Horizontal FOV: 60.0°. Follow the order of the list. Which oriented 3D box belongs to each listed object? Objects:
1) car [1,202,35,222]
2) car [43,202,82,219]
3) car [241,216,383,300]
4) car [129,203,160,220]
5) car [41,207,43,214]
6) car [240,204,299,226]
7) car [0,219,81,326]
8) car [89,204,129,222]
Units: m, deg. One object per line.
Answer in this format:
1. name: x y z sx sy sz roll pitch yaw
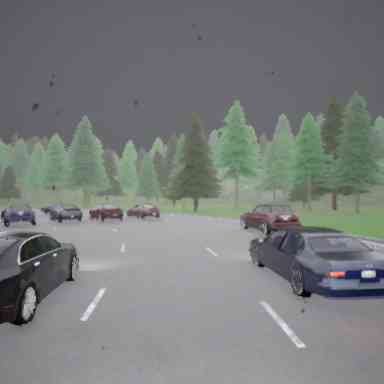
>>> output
1. car: -14.000 1.661 26.697 2.097 1.767 4.553 0 -1 -33
2. car: -10.930 1.802 28.588 2.128 1.511 4.902 0 -1 -34
3. car: 3.038 1.608 8.734 2.033 1.411 5.357 0 0 -6
4. car: -4.743 1.832 32.044 1.812 1.442 4.674 0 -1 -35
5. car: -15.647 1.916 38.543 4.902 1.511 2.128 -1 -1 39
6. car: 4.603 1.503 20.188 2.097 1.767 4.553 0 -1 -14
7. car: -3.871 1.591 7.164 1.837 1.490 4.892 0 0 -4
8. car: -7.749 1.781 29.818 1.882 1.535 5.008 0 -1 -33
